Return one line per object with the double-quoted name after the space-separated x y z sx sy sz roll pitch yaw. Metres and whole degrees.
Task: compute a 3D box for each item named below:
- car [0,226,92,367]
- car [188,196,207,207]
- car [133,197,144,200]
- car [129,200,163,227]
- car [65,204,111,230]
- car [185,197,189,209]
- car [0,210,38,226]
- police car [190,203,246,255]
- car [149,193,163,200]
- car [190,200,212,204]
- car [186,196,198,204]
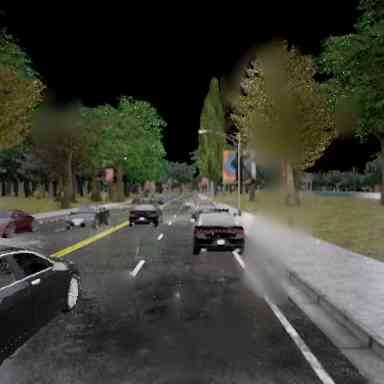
-3.153 1.527 4.812 1.837 1.490 4.892 0 0 0 "car"
0.965 1.435 29.578 2.097 1.767 4.553 0 0 0 "car"
-9.817 1.621 60.841 2.033 1.411 5.357 0 0 1 "car"
-3.158 1.551 23.486 1.882 1.535 5.008 0 0 0 "car"
-6.606 1.562 21.590 2.128 1.511 4.902 0 0 0 "car"
-0.012 1.695 47.606 1.895 1.301 4.718 0 0 0 "car"
-9.855 1.627 17.465 1.994 1.385 4.181 0 0 0 "car"
0.970 1.477 13.717 1.930 1.638 5.238 0 0 0 "police car"
-6.570 1.292 61.810 2.150 2.045 5.566 0 0 1 "car"
0.967 1.579 23.608 1.837 1.490 4.892 0 0 0 "car"
-0.018 1.553 65.032 2.128 1.511 4.902 0 0 0 "car"
